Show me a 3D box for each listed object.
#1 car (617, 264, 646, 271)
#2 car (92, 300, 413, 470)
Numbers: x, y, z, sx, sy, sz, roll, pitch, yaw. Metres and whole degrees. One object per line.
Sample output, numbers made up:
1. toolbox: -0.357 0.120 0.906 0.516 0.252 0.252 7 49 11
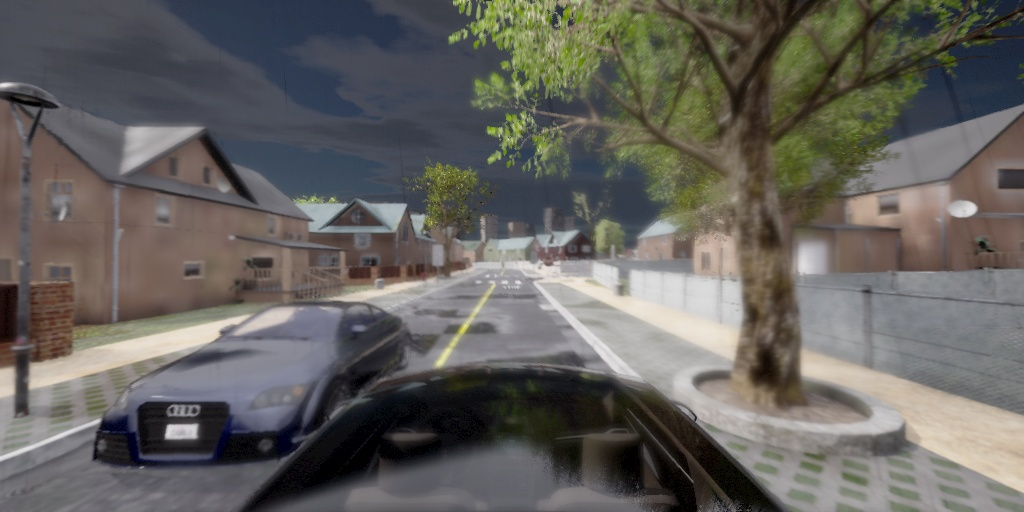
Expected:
1. car: 11.704 1.465 36.653 4.718 1.301 1.895 -1 -1 -2
2. car: -2.848 1.357 5.089 1.994 1.385 4.181 0 -1 0
